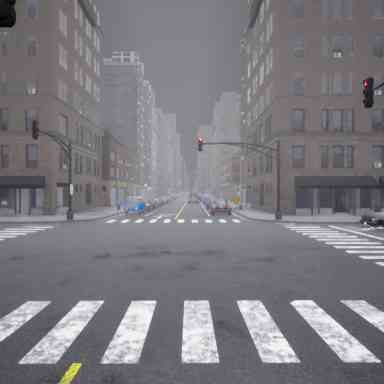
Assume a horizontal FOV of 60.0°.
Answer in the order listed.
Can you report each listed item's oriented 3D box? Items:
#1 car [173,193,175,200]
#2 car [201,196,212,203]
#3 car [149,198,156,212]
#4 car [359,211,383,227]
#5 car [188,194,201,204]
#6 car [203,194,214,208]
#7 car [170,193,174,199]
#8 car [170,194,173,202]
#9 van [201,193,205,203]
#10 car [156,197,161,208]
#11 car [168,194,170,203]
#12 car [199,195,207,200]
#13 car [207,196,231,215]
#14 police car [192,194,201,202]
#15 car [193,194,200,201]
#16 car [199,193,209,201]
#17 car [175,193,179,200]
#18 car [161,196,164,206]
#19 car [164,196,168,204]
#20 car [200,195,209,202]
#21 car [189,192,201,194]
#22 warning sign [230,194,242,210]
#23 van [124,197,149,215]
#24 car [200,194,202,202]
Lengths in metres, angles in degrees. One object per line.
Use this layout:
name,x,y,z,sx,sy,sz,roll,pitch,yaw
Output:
car,-5.532,1.520,78.599,1.752,1.417,4.829,0,0,0
car,2.947,1.550,67.405,2.008,1.369,4.403,0,0,0
car,-5.698,1.442,39.092,1.967,1.590,4.097,0,0,0
car,13.453,1.561,20.724,5.357,1.411,2.033,0,0,0
car,0.261,1.564,62.960,1.994,1.385,4.181,0,0,0
car,2.851,1.442,44.728,1.967,1.590,4.097,0,0,0
car,-5.555,1.542,73.101,1.887,1.381,4.507,0,0,0
car,-5.579,1.565,67.433,1.947,1.339,4.313,0,0,0
van,2.899,1.343,56.066,1.690,1.788,3.998,0,0,0
car,-5.674,1.568,44.760,1.947,1.339,4.313,0,0,0
car,-5.604,1.526,61.595,1.752,1.417,4.829,0,0,0
car,3.042,1.556,90.083,1.947,1.339,4.313,0,0,0
car,2.804,1.441,33.390,1.967,1.590,4.097,0,0,0
police car,1.126,1.420,79.487,1.930,1.638,5.238,0,0,-1
car,1.159,1.446,89.582,1.801,1.575,5.366,0,0,0
car,3.018,1.307,84.413,2.192,1.841,5.009,0,0,0
car,-5.484,1.305,90.106,2.192,1.841,5.009,0,0,0
car,-5.651,1.584,50.428,1.802,1.307,4.206,0,0,0
car,-5.627,1.567,56.097,1.947,1.339,4.313,0,0,0
car,2.994,1.435,78.744,1.967,1.590,4.097,0,0,0
car,0.303,1.037,72.994,2.150,2.045,5.566,0,0,0
warning sign,5.230,1.117,39.374,1.300,1.860,1.060,0,0,0
van,-5.722,1.342,33.423,1.690,1.788,3.998,0,0,0
car,2.923,1.526,61.905,1.752,1.417,4.829,0,0,0
